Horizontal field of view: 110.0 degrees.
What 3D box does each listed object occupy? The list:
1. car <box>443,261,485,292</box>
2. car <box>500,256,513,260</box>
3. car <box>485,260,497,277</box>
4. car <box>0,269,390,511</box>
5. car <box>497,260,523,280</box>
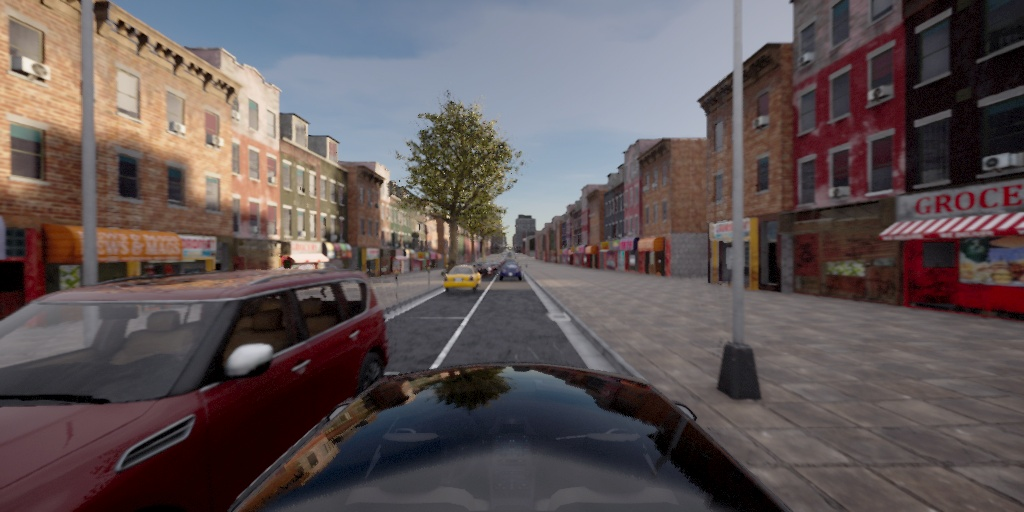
[{"bbox_3d":[-2.867,1.229,21.644,1.801,1.575,5.366,0,0,0],"label":"car"},{"bbox_3d":[-0.215,1.260,49.534,2.097,1.767,4.553,0,0,0],"label":"car"},{"bbox_3d":[-2.845,1.268,36.211,1.967,1.591,4.097,0,0,0],"label":"car"},{"bbox_3d":[-2.631,1.078,3.021,2.192,1.841,5.009,0,0,0],"label":"car"},{"bbox_3d":[-0.115,1.316,31.444,1.812,1.442,4.674,0,0,0],"label":"car"}]
